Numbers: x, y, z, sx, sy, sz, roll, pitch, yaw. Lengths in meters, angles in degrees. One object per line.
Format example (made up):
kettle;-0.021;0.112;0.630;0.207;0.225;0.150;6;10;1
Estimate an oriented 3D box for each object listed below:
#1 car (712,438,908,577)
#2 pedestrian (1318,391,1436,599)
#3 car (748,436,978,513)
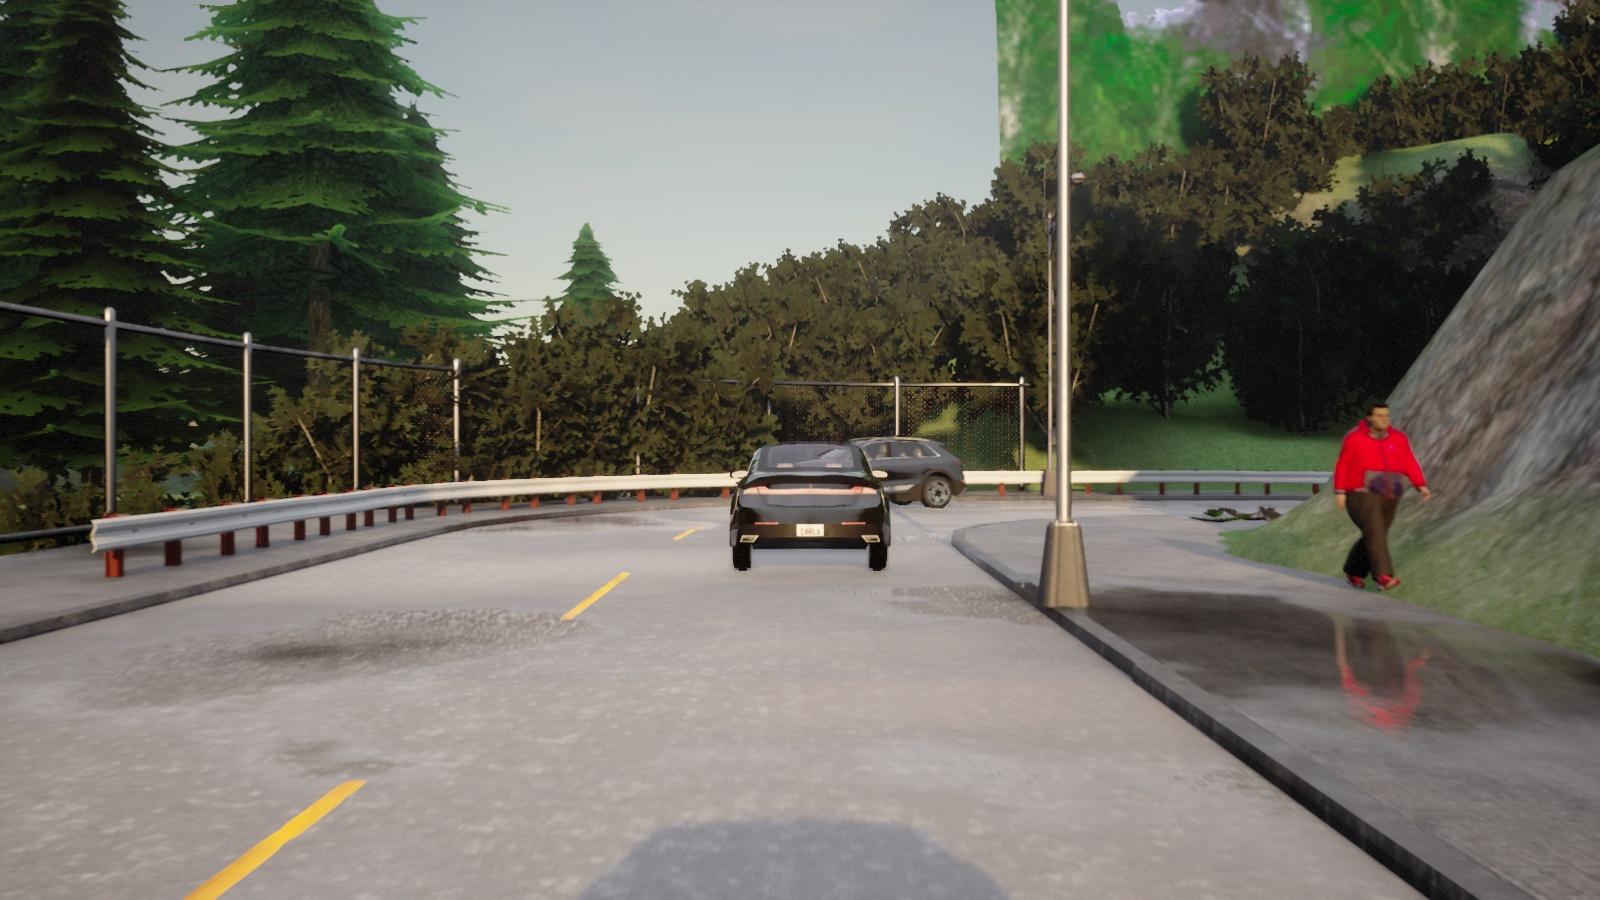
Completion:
car;0.124;0.612;16.102;2.128;1.511;4.902;0;0;0
pedestrian;5.301;0.395;11.585;0.634;1.844;0.899;0;0;-3
car;1.443;0.517;28.626;4.856;1.649;2.033;0;0;-25
